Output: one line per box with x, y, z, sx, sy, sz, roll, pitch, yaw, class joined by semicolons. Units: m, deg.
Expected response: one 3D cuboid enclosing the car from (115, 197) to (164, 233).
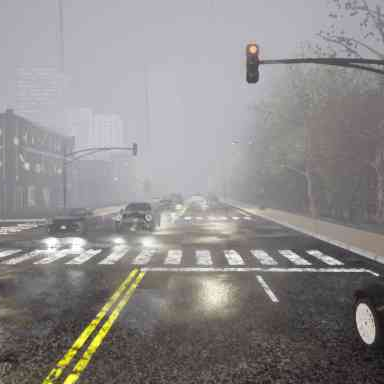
-3.063;1.348;19.594;2.097;1.767;4.553;0;0;1;car

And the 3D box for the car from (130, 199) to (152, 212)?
-6.015;1.588;39.991;1.895;1.301;4.718;0;0;1;car

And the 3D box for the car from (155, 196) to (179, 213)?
-2.803;1.494;37.323;1.837;1.490;4.892;0;0;1;car

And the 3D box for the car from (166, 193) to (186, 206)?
-2.542;1.195;54.697;2.150;2.045;5.566;0;1;1;car

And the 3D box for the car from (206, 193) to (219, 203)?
4.320;1.480;66.131;1.837;1.490;4.892;0;0;1;car

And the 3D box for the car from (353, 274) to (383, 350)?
3.393;1.477;3.176;1.882;1.535;5.008;0;0;1;car

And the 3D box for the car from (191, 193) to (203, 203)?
1.071;1.197;66.094;2.150;2.045;5.566;0;0;1;car

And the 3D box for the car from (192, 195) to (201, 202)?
1.124;1.509;76.718;2.033;1.411;5.357;0;0;1;car

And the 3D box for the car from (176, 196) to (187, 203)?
-2.226;1.501;69.804;2.033;1.411;5.357;0;0;1;car

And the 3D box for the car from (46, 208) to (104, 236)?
-6.332;1.560;18.392;1.994;1.385;4.181;0;0;1;car

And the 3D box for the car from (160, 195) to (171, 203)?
-5.476;1.461;69.852;1.837;1.490;4.892;0;0;1;car

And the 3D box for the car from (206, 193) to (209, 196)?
4.373;1.195;76.594;2.150;2.045;5.566;0;0;1;car
